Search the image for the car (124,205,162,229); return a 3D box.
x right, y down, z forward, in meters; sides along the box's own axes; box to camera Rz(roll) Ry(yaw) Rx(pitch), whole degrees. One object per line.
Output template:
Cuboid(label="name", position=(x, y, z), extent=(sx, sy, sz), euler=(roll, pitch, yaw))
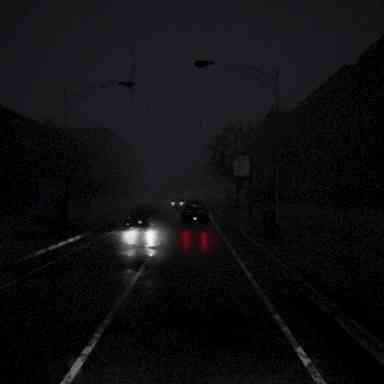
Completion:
Cuboid(label="car", position=(-3.005, 1.540, 21.187), extent=(1.994, 1.385, 4.181), euler=(0, 0, 0))

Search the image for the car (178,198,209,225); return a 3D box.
Cuboid(label="car", position=(0.206, 1.459, 23.584), extent=(2.128, 1.511, 4.902), euler=(0, 0, 0))

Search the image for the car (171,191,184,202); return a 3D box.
Cuboid(label="car", position=(-2.733, 0.826, 62.733), extent=(2.150, 2.045, 5.566), euler=(0, 1, 1))

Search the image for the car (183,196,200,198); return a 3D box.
Cuboid(label="car", position=(0.286, 1.339, 41.138), extent=(2.128, 1.511, 4.902), euler=(0, 1, 0))
